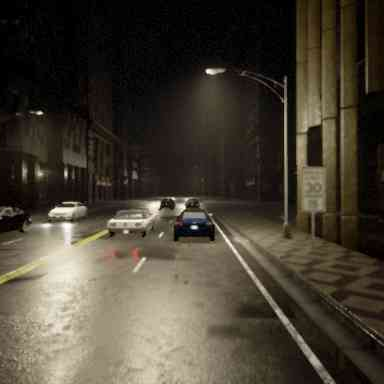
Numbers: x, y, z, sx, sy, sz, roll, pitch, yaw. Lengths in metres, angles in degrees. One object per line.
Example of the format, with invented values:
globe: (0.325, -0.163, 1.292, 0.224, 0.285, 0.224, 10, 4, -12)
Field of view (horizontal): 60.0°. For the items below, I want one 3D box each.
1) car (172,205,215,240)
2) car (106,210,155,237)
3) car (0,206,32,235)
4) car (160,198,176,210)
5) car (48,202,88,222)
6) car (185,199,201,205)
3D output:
car: (0.107, 1.557, 16.910, 1.994, 1.385, 4.181, 0, 0, 0)
car: (-3.142, 1.594, 18.042, 1.895, 1.301, 4.718, 0, 0, 0)
car: (-9.832, 1.486, 16.568, 2.128, 1.511, 4.902, 0, 0, 0)
car: (-3.131, 1.523, 43.072, 2.033, 1.411, 5.357, 0, 0, 0)
car: (-9.775, 1.513, 26.613, 1.812, 1.442, 4.674, 0, 0, 0)
car: (0.061, 1.524, 41.065, 2.033, 1.411, 5.357, 0, 0, 1)
